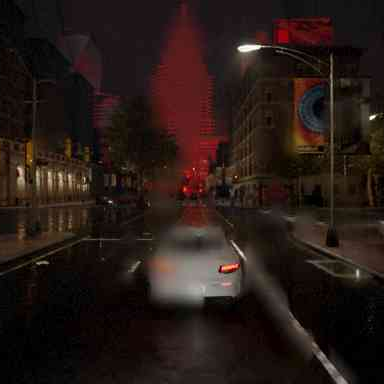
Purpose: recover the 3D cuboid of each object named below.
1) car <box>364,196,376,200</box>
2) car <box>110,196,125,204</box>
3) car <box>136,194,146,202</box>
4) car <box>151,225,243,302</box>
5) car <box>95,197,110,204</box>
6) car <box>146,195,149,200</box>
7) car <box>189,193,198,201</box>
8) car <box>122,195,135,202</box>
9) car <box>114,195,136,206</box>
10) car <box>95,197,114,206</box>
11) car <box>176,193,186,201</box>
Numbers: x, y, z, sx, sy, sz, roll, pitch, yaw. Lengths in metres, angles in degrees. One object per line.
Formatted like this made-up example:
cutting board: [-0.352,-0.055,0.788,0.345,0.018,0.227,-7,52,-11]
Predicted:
car: [34.758,1.481,68.023,2.231,1.521,4.892,0,0,0]
car: [-14.711,1.505,66.328,1.837,1.490,4.892,0,0,1]
car: [-11.214,1.547,66.537,2.033,1.411,5.357,0,0,1]
car: [0.114,1.526,8.122,1.812,1.442,4.674,0,0,1]
car: [-17.943,1.595,66.873,1.895,1.301,4.718,0,0,0]
car: [-11.147,1.355,76.757,2.097,1.767,4.553,0,0,0]
car: [0.400,1.355,86.898,2.097,1.767,4.553,0,0,0]
car: [-14.647,1.478,76.742,1.882,1.535,5.008,0,0,0]
car: [-11.324,1.478,56.724,1.882,1.535,5.008,0,0,0]
car: [-14.823,1.547,56.789,2.033,1.411,5.357,0,0,0]
car: [-3.098,1.552,87.296,1.994,1.385,4.181,0,0,0]
